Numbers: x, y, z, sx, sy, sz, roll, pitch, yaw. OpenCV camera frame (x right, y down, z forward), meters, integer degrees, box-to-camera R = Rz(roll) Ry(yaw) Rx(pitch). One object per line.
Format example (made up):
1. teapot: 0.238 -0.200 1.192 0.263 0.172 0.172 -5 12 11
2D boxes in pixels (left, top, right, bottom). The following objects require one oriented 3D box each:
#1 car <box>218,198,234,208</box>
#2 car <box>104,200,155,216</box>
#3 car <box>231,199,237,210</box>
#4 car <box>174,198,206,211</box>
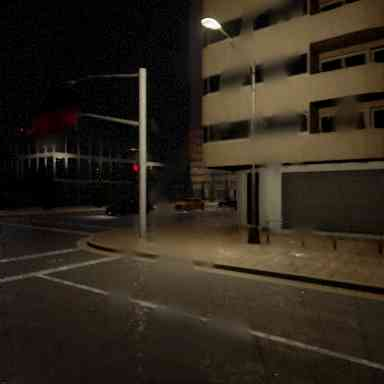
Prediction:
1. car: 5.721 1.597 48.861 1.895 1.301 4.718 0 0 36
2. car: -5.993 1.544 32.812 2.033 1.411 5.357 0 0 36
3. car: 6.794 1.598 38.140 1.895 1.301 4.718 0 0 36
4. car: -0.228 1.474 40.725 1.882 1.535 5.008 0 0 36
